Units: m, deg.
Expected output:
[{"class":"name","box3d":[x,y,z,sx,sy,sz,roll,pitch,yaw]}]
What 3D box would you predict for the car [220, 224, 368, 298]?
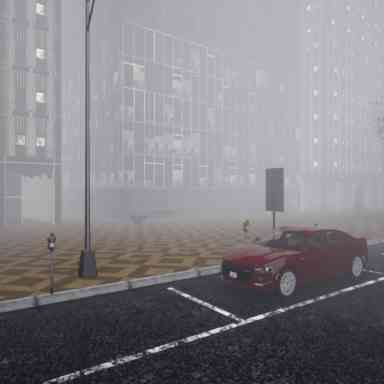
[{"class":"car","box3d":[2.719,1.545,8.501,4.507,1.381,1.887,0,0,-36]}]
